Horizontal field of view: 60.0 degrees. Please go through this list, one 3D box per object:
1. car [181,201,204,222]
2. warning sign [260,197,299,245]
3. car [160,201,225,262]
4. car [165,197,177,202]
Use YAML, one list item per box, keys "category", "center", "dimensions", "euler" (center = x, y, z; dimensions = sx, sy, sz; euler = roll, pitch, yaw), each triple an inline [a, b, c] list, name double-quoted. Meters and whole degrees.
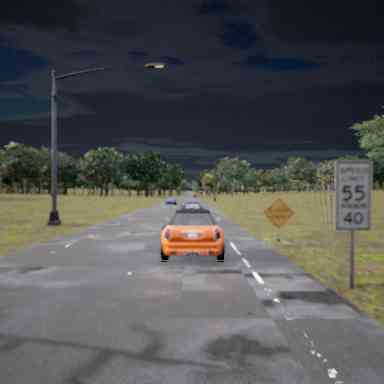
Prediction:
- category: "car"
  center: [0.040, 1.588, 28.337]
  dimensions: [1.812, 1.442, 4.674]
  euler: [0, 0, 0]
- category: "warning sign"
  center: [3.563, 1.148, 13.692]
  dimensions: [1.300, 1.860, 1.060]
  euler: [1, 1, 0]
- category: "car"
  center: [0.041, 1.381, 12.464]
  dimensions: [2.097, 1.767, 4.553]
  euler: [0, 0, 1]
- category: "car"
  center: [-3.584, 1.582, 56.946]
  dimensions: [1.882, 1.535, 5.008]
  euler: [0, 0, 0]
